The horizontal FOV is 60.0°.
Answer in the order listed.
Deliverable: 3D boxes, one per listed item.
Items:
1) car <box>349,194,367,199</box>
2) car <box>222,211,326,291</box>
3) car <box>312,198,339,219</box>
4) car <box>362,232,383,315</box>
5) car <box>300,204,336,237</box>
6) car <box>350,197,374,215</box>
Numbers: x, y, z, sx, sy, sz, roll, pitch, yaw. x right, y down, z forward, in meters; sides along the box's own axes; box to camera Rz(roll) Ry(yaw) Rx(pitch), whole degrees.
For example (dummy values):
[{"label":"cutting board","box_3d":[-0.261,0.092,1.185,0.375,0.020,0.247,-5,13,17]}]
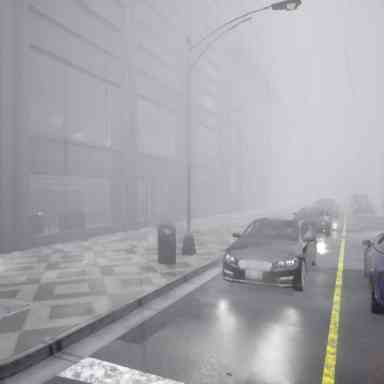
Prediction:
[{"label":"car","box_3d":[21.925,1.236,43.570,2.150,2.045,5.566,0,0,25]},{"label":"car","box_3d":[2.354,1.492,9.276,2.128,1.511,4.902,0,0,25]},{"label":"car","box_3d":[11.754,1.361,29.212,2.097,1.767,4.553,0,0,25]},{"label":"car","box_3d":[4.707,1.527,6.990,1.812,1.442,4.674,0,0,25]},{"label":"car","box_3d":[6.611,1.567,18.316,1.994,1.385,4.181,0,0,25]},{"label":"car","box_3d":[17.507,1.558,34.076,2.033,1.411,5.357,0,0,26]}]
